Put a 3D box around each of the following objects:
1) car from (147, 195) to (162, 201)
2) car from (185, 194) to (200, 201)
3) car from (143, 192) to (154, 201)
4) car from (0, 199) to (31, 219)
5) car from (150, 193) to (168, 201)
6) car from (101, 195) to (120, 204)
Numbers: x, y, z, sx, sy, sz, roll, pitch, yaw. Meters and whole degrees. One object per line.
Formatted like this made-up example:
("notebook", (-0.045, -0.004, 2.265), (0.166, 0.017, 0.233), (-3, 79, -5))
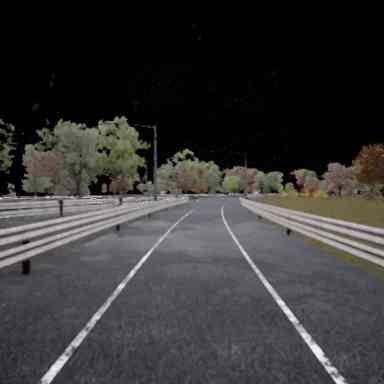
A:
("car", (-8.530, 1.374, 75.824), (1.994, 1.385, 4.181), (0, 0, 17))
("car", (0.611, 1.329, 81.942), (1.837, 1.490, 4.892), (0, 0, 17))
("car", (-7.838, 1.020, 65.560), (2.150, 2.045, 5.566), (0, 0, 16))
("car", (-14.351, 1.248, 25.391), (1.812, 1.442, 4.674), (0, 0, 13))
("car", (-5.468, 1.390, 61.058), (1.895, 1.301, 4.718), (0, 0, 15))
("car", (-13.905, 1.310, 56.594), (1.812, 1.442, 4.674), (0, 0, 15))
